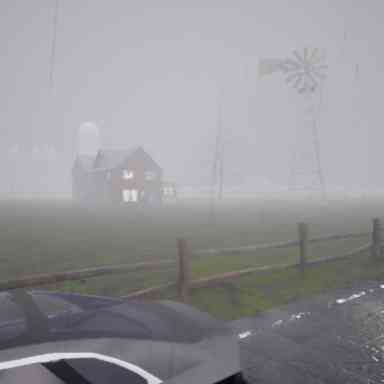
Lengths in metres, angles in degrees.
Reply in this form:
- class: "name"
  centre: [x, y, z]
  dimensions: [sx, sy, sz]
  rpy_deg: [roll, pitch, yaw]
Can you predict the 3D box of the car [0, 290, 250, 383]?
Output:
- class: "car"
  centre: [-1.815, 1.494, 1.773]
  dimensions: [4.902, 1.511, 2.128]
  rpy_deg: [0, 0, -36]
